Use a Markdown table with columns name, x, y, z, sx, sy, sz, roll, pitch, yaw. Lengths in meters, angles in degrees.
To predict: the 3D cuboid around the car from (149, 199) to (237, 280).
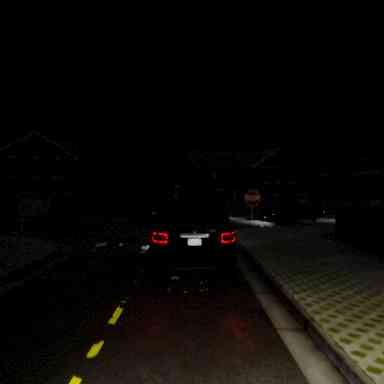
| name | x | y | z | sx | sy | sz | roll | pitch | yaw |
| --- | --- | --- | --- | --- | --- | --- | --- | --- | --- |
| car | -0.059 | 1.206 | 10.071 | 2.150 | 2.045 | 5.566 | 0 | 0 | -2 |

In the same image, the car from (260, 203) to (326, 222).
| name | x | y | z | sx | sy | sz | roll | pitch | yaw |
| --- | --- | --- | --- | --- | --- | --- | --- | --- | --- |
| car | 8.180 | 1.621 | 26.820 | 5.357 | 1.411 | 2.033 | 1 | 0 | -21 |

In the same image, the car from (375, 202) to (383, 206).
| name | x | y | z | sx | sy | sz | roll | pitch | yaw |
| --- | --- | --- | --- | --- | --- | --- | --- | --- | --- |
| car | 17.973 | 1.668 | 30.404 | 4.902 | 1.511 | 2.128 | 1 | 0 | -20 |
